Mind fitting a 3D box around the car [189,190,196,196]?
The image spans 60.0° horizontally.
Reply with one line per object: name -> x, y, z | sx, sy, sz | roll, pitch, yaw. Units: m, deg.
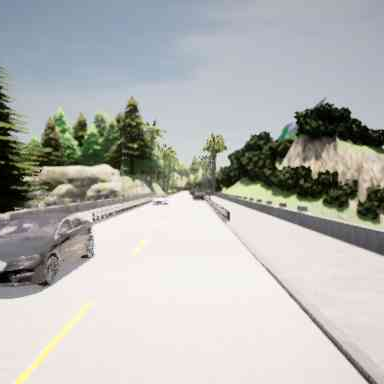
car -> 0.055, 0.270, 93.399 | 1.837, 1.490, 4.892 | 0, 1, 0

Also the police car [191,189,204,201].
police car -> 1.194, 0.728, 59.894 | 1.930, 1.638, 5.238 | 0, 1, 0

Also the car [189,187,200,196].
car -> 0.861, 0.142, 69.803 | 2.150, 2.045, 5.566 | -25, 1, 0

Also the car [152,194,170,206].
car -> -4.048, 1.021, 43.329 | 1.812, 1.442, 4.674 | 0, 1, 0

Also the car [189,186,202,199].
car -> 0.856, 0.072, 75.804 | 2.150, 2.045, 5.566 | -25, 0, 1

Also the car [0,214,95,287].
car -> -4.092, 1.384, 9.074 | 2.128, 1.511, 4.902 | 0, 1, 0
